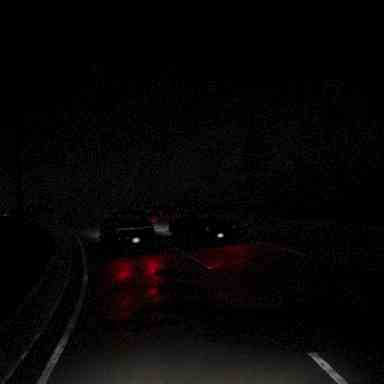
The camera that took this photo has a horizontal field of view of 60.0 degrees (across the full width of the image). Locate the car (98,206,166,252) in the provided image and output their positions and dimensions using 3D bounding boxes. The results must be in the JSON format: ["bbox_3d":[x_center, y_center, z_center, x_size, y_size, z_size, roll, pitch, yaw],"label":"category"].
[{"bbox_3d":[-2.985,1.628,14.781,2.128,1.511,4.902,-2,0,-21],"label":"car"}]

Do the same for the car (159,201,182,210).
[{"bbox_3d":[-2.759,1.678,36.787,1.812,1.442,4.674,-2,0,-34],"label":"car"}]

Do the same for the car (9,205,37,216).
[{"bbox_3d":[-23.959,2.560,46.540,2.033,1.411,5.357,-2,0,-42],"label":"car"}]

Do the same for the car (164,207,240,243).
[{"bbox_3d":[0.371,1.604,16.302,1.895,1.301,4.718,-2,0,-22],"label":"car"}]

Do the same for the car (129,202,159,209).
[{"bbox_3d":[-5.716,1.794,34.923,1.812,1.442,4.674,-2,0,-34],"label":"car"}]

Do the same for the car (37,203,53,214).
[{"bbox_3d":[-22.517,2.464,50.117,1.837,1.490,4.892,-2,0,-41],"label":"car"}]
